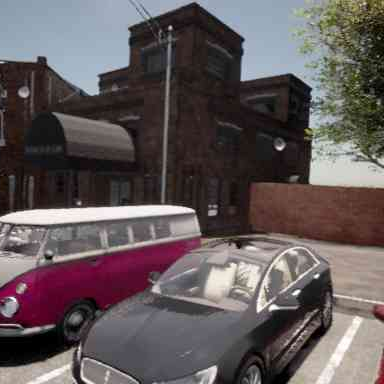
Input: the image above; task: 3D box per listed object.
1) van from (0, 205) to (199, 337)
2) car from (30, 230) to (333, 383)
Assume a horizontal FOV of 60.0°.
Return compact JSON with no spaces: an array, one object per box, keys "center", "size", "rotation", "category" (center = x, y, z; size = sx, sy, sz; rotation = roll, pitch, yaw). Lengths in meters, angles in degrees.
[{"center":[-1.686,1.286,6.348],"size":[1.878,1.987,4.442],"rotation":[0,0,36],"category":"van"},{"center":[0.659,1.497,4.823],"size":[2.231,1.521,4.892],"rotation":[0,0,36],"category":"car"}]
